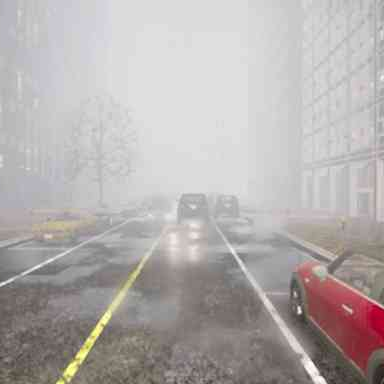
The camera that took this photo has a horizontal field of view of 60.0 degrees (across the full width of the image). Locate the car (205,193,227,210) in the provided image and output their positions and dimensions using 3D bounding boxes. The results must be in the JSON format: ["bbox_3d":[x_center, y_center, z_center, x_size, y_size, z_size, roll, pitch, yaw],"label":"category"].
[{"bbox_3d":[2.673,1.054,38.520,2.192,1.841,5.009,0,0,0],"label":"car"}]

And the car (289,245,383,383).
[{"bbox_3d":[2.691,1.412,4.368,1.967,1.590,4.097,0,0,0],"label":"car"}]

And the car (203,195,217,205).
[{"bbox_3d":[2.666,1.181,50.075,1.752,1.417,4.829,0,0,0],"label":"car"}]

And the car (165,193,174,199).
[{"bbox_3d":[-5.733,0.942,84.065,1.887,1.381,4.507,0,0,0],"label":"car"}]

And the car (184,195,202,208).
[{"bbox_3d":[0.077,1.203,42.350,2.128,1.511,4.902,0,0,0],"label":"car"}]

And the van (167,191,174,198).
[{"bbox_3d":[-5.735,0.694,89.756,1.690,1.788,3.998,0,0,0],"label":"van"}]

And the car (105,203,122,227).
[{"bbox_3d":[-5.700,1.407,21.452,2.008,1.369,4.403,0,0,0],"label":"car"}]

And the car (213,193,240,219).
[{"bbox_3d":[2.679,1.133,27.135,2.192,1.841,5.009,0,0,0],"label":"car"}]

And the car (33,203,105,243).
[{"bbox_3d":[-5.696,1.422,15.589,1.752,1.417,4.829,0,0,0],"label":"car"}]

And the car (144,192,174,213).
[{"bbox_3d":[-3.114,1.130,32.839,2.097,1.767,4.553,0,0,0],"label":"car"}]

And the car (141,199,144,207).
[{"bbox_3d":[-5.711,1.248,44.221,2.008,1.369,4.403,0,0,0],"label":"car"}]

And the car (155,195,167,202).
[{"bbox_3d":[-5.720,1.153,61.296,1.802,1.307,4.206,0,0,0],"label":"car"}]

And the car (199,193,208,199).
[{"bbox_3d":[2.651,1.008,78.365,1.947,1.339,4.313,0,0,0],"label":"car"}]

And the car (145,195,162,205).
[{"bbox_3d":[-5.715,1.222,49.914,1.947,1.339,4.313,0,0,0],"label":"car"}]

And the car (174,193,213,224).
[{"bbox_3d":[0.088,1.064,23.593,2.150,2.045,5.566,0,0,0],"label":"car"}]
